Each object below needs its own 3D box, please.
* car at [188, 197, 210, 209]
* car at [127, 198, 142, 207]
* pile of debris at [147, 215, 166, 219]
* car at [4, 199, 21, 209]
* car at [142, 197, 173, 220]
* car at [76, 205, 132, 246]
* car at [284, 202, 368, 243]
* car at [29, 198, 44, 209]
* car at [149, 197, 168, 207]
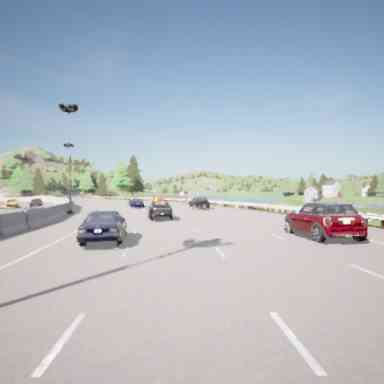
[{"bbox_3d":[0.877,1.446,43.404,1.837,1.490,4.892,0,0,-16],"label":"car"},{"bbox_3d":[-8.565,1.632,50.357,1.994,1.385,4.181,-1,0,-19],"label":"car"},{"bbox_3d":[-3.079,2.188,28.872,1.500,0.140,1.860,-1,0,-11],"label":"pile of debris"},{"bbox_3d":[-27.987,1.818,51.979,1.882,1.535,5.008,-1,0,-20],"label":"car"},{"bbox_3d":[-2.795,1.498,28.235,2.128,1.511,4.902,0,0,-12],"label":"car"},{"bbox_3d":[-4.102,1.589,15.633,2.033,1.411,5.357,-1,0,-9],"label":"car"},{"bbox_3d":[6.062,1.249,15.673,2.097,1.767,4.553,-1,0,-7],"label":"car"},{"bbox_3d":[-24.312,1.791,52.167,1.837,1.490,4.892,-1,0,-20],"label":"car"},{"bbox_3d":[-5.261,1.497,51.666,1.882,1.535,5.008,0,0,-19],"label":"car"}]
